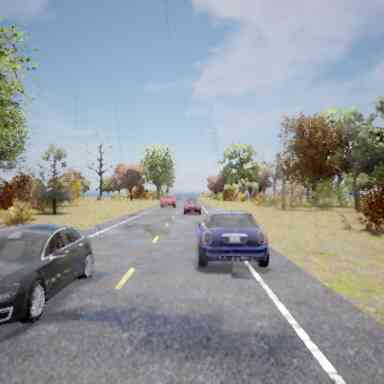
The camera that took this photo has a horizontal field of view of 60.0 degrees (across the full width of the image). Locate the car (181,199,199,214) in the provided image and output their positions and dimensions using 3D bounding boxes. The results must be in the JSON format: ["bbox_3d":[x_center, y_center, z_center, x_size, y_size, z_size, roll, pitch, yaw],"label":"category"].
[{"bbox_3d":[0.056,1.710,36.653,1.895,1.301,4.718,0,0,0],"label":"car"}]

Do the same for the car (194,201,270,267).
[{"bbox_3d":[1.224,1.376,11.624,2.097,1.767,4.553,0,0,0],"label":"car"}]

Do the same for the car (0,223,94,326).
[{"bbox_3d":[-3.601,1.521,7.296,1.837,1.490,4.892,0,0,0],"label":"car"}]

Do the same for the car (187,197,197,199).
[{"bbox_3d":[0.012,1.526,49.087,2.097,1.767,4.553,0,0,0],"label":"car"}]

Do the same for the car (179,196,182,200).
[{"bbox_3d":[-3.499,1.790,86.656,1.837,1.490,4.892,0,0,0],"label":"car"}]

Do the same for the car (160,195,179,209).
[{"bbox_3d":[-3.576,1.403,50.178,2.150,2.045,5.566,0,-1,0],"label":"car"}]
